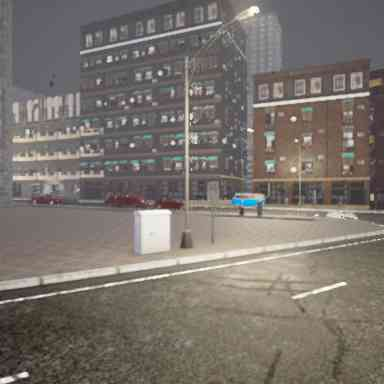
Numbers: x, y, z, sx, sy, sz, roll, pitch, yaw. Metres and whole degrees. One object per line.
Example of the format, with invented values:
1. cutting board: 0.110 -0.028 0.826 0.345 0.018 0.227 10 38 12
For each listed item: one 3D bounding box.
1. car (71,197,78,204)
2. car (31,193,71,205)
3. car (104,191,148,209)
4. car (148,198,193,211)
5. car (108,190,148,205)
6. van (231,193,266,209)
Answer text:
1. car: -17.388 0.860 43.236 5.357 1.411 2.033 1 1 24
2. car: -17.450 0.882 40.426 4.507 1.381 1.887 1 -1 23
3. car: -7.105 0.863 35.946 5.009 1.841 2.192 1 -1 23
4. car: -1.945 1.233 33.703 4.206 1.307 1.802 1 -1 23
5. car: -8.845 0.743 45.834 5.009 1.841 2.192 1 -1 23
6. van: 6.655 1.079 39.113 3.998 1.788 1.690 1 -1 23
